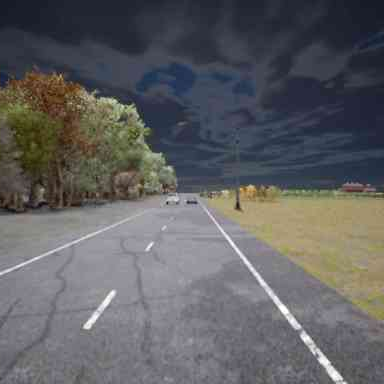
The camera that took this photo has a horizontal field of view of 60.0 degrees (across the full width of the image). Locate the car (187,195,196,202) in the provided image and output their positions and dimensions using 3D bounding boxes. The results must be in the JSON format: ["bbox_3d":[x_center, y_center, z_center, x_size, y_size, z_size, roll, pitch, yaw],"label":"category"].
[{"bbox_3d":[-0.010,1.338,70.564,1.837,1.490,4.892,0,0,0],"label":"car"}]

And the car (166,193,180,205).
[{"bbox_3d":[-3.507,1.195,60.170,2.150,2.045,5.566,0,0,0],"label":"car"}]

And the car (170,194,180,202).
[{"bbox_3d":[-3.509,1.315,70.565,1.882,1.535,5.008,0,0,0],"label":"car"}]

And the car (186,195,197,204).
[{"bbox_3d":[-0.007,1.537,60.524,1.994,1.385,4.181,0,0,0],"label":"car"}]
